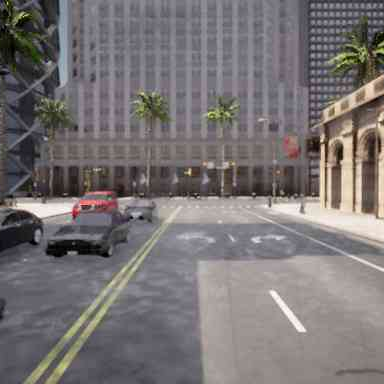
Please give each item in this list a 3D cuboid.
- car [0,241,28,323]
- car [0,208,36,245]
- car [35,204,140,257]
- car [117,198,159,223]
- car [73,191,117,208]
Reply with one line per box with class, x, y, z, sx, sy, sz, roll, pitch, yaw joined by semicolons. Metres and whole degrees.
car;-3.600;1.524;2.468;2.033;1.411;5.357;0;1;0
car;-7.070;1.386;11.938;1.837;1.490;4.892;0;1;1
car;-3.565;1.417;12.607;2.033;1.411;5.357;0;1;0
car;-3.450;1.250;23.254;2.128;1.511;4.902;0;1;1
car;-6.933;0.970;24.595;2.150;2.045;5.566;0;0;1
